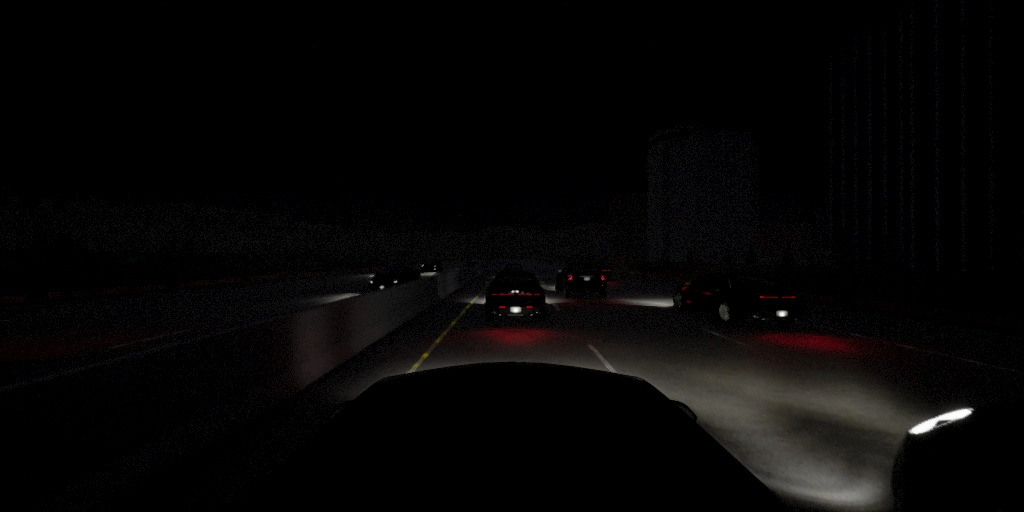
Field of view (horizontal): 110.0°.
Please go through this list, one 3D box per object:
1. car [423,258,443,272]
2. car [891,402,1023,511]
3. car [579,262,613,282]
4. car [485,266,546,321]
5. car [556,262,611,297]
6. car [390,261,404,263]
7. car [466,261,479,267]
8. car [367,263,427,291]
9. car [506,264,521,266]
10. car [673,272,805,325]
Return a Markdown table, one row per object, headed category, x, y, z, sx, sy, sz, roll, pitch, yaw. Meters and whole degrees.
| category | x | y | z | sx | sy | sz | roll | pitch | yaw |
| --- | --- | --- | --- | --- | --- | --- | --- | --- | --- |
| car | -10.550 | 1.212 | 47.338 | 2.097 | 1.767 | 4.553 | 0 | 0 | 0 |
| car | 3.616 | 1.103 | 0.497 | 2.097 | 1.767 | 4.553 | 0 | 0 | 0 |
| car | 7.113 | 1.310 | 30.820 | 1.837 | 1.490 | 4.892 | 0 | 0 | 0 |
| car | 0.107 | 1.268 | 12.534 | 1.837 | 1.490 | 4.892 | 0 | 0 | 0 |
| car | 3.609 | 1.128 | 19.359 | 2.097 | 1.767 | 4.553 | 0 | 0 | 0 |
| car | -14.062 | 1.372 | 43.604 | 1.812 | 1.442 | 4.674 | 0 | 0 | 0 |
| car | -6.989 | 1.501 | 63.864 | 1.994 | 1.385 | 4.181 | 0 | 0 | 1 |
| car | -7.090 | 1.329 | 22.309 | 2.033 | 1.411 | 5.357 | 0 | 0 | 0 |
| car | 0.114 | 1.351 | 30.652 | 2.033 | 1.411 | 5.357 | 0 | 0 | 0 |
| car | 7.106 | 1.268 | 11.851 | 1.837 | 1.490 | 4.892 | 0 | 0 | 0 |
